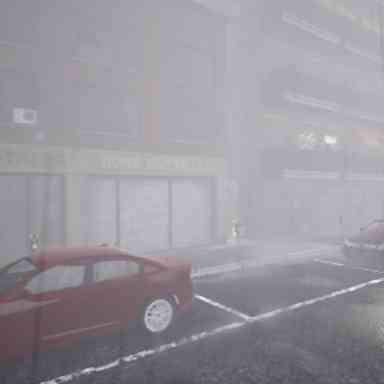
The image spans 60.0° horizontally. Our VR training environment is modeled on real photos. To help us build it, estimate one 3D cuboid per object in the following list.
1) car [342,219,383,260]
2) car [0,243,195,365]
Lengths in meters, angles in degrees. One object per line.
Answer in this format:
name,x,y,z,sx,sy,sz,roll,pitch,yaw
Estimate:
car,6.941,1.601,11.523,4.206,1.307,1.802,0,-1,-36
car,-2.051,1.546,5.107,4.507,1.381,1.887,0,-1,-36
